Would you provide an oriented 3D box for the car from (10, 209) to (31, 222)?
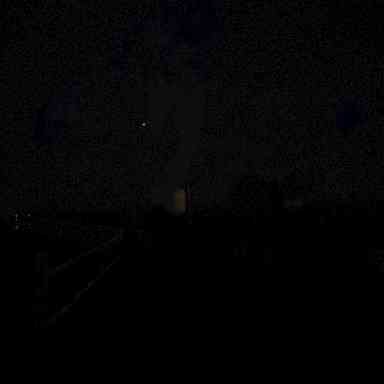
[{"bbox_3d":[-23.880,3.257,46.272,2.097,1.767,4.553,-2,-1,-36],"label":"car"}]
